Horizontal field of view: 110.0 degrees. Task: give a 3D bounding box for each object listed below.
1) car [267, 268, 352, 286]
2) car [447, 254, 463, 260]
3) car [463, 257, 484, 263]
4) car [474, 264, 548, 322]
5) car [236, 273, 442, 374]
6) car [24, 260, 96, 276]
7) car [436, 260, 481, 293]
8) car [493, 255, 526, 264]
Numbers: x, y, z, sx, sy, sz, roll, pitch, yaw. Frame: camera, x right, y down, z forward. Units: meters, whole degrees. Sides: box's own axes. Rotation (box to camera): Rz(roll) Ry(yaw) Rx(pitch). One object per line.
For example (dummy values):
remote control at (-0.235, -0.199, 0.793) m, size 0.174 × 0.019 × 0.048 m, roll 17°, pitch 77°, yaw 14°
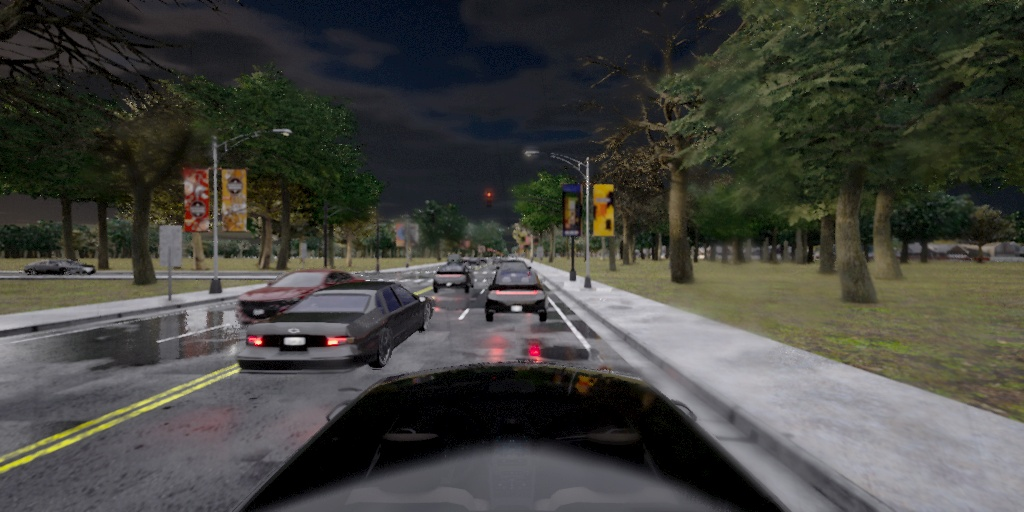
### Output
car at (-6.563, 1.178, 11.789) m, size 1.882 × 1.535 × 5.008 m, roll 0°, pitch 0°, yaw 0°
car at (-9.675, 0.695, 61.058) m, size 2.150 × 2.045 × 5.566 m, roll 0°, pitch 0°, yaw 1°
car at (-6.424, 1.023, 60.769) m, size 2.033 × 1.411 × 5.357 m, roll 0°, pitch 0°, yaw 1°
car at (0.126, 1.189, 12.041) m, size 2.128 × 1.511 × 4.902 m, roll 0°, pitch 0°, yaw 0°
car at (-3.127, 1.267, 7.683) m, size 2.033 × 1.411 × 5.357 m, roll 0°, pitch 0°, yaw 0°
car at (-39.787, 1.060, 31.643) m, size 4.902 × 1.511 × 2.128 m, roll 0°, pitch 0°, yaw 0°
car at (-3.098, 1.153, 19.690) m, size 2.128 × 1.511 × 4.902 m, roll 0°, pitch 0°, yaw -2°
car at (0.106, 1.006, 21.015) m, size 2.097 × 1.767 × 4.553 m, roll 0°, pitch 0°, yaw 0°
